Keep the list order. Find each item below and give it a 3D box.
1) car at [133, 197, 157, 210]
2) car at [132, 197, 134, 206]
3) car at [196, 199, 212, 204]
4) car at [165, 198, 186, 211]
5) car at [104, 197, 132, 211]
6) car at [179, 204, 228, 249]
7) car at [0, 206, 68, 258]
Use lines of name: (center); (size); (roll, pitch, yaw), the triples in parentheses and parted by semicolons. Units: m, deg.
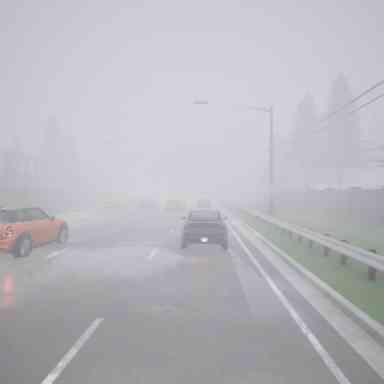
car: (-5.512, 1.468, 41.716); (2.128, 1.511, 4.902); (0, 0, 2)
car: (-8.780, 1.451, 51.194); (2.128, 1.511, 4.902); (0, 0, 2)
car: (1.476, 1.563, 41.320); (2.033, 1.411, 5.357); (0, 0, 2)
car: (-2.165, 1.472, 40.235); (1.882, 1.535, 5.008); (0, 0, 2)
car: (-9.160, 1.432, 40.482); (1.882, 1.535, 5.008); (0, 0, 2)
car: (0.545, 1.511, 14.689); (1.837, 1.490, 4.892); (0, 0, 2)
car: (-6.534, 1.318, 12.746); (2.097, 1.767, 4.553); (0, 0, 2)
